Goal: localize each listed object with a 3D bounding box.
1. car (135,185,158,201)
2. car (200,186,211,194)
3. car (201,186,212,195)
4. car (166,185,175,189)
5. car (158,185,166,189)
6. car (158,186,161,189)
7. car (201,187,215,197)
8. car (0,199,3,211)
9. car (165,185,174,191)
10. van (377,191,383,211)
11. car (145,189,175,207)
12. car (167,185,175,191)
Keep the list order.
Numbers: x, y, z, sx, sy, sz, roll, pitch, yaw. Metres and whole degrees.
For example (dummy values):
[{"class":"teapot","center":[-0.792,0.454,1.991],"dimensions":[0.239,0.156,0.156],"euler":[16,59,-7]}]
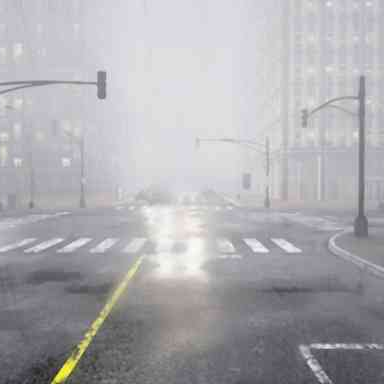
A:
[{"class":"car","center":[-5.665,0.249,40.166],"dimensions":[1.967,1.590,4.097],"euler":[1,2,0]},{"class":"car","center":[2.719,-0.449,68.101],"dimensions":[1.947,1.339,4.313],"euler":[1,2,0]},{"class":"car","center":[2.719,-0.330,62.695],"dimensions":[1.752,1.417,4.829],"euler":[1,2,0]},{"class":"car","center":[-5.659,-0.797,79.178],"dimensions":[1.887,1.381,4.507],"euler":[1,2,0]},{"class":"car","center":[-5.660,-0.204,51.308],"dimensions":[2.192,1.841,5.009],"euler":[1,2,0]},{"class":"car","center":[-5.667,0.227,45.743],"dimensions":[1.802,1.307,4.206],"euler":[1,2,0]},{"class":"car","center":[2.714,0.060,51.376],"dimensions":[1.802,1.307,4.206],"euler":[1,2,0]},{"class":"car","center":[-16.486,0.762,24.757],"dimensions":[4.097,1.590,1.967],"euler":[0,1,0]},{"class":"car","center":[-5.657,-0.955,84.751],"dimensions":[2.008,1.369,4.403],"euler":[1,2,0]},{"class":"van","center":[15.989,0.720,24.677],"dimensions":[3.998,1.788,1.690],"euler":[0,0,0]},{"class":"car","center":[-2.994,0.659,31.987],"dimensions":[1.895,1.301,4.718],"euler":[0,2,0]},{"class":"car","center":[-5.656,-1.125,90.324],"dimensions":[1.887,1.381,4.507],"euler":[1,2,0]}]
